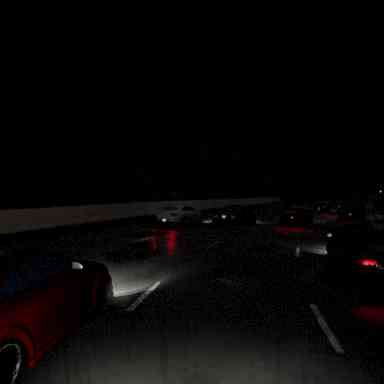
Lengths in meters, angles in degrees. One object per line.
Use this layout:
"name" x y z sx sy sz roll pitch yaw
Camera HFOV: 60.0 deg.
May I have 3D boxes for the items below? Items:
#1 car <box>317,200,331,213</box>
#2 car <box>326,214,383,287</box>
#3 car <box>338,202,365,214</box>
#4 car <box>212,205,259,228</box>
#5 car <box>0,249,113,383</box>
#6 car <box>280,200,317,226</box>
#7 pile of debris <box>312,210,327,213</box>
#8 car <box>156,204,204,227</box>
"car" 15.732 1.700 40.509 1.812 1.442 4.674 0 0 27
"car" 5.025 1.598 9.370 2.033 1.411 5.357 0 0 15
"car" 13.521 1.618 28.271 1.882 1.535 5.008 0 0 27
"car" 3.091 1.607 23.023 2.033 1.411 5.357 0 0 26
"car" -2.735 1.554 5.028 1.994 1.385 4.181 0 0 7
"car" 7.772 1.572 24.519 1.882 1.535 5.008 0 0 26
"pile of debris" 15.341 2.347 39.918 1.500 0.140 1.860 0 0 27
"car" -0.762 1.560 23.113 1.812 1.442 4.674 0 0 26
